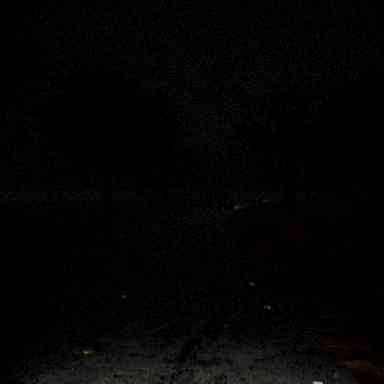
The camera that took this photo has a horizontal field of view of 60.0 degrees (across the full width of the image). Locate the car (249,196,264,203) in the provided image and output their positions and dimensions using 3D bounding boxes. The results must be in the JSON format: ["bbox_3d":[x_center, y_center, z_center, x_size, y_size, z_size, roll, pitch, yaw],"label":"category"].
[{"bbox_3d":[12.981,1.403,66.845,1.895,1.301,4.718,0,1,28],"label":"car"}]

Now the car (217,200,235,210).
[{"bbox_3d":[4.946,1.850,47.497,1.895,1.301,4.718,0,1,17],"label":"car"}]
